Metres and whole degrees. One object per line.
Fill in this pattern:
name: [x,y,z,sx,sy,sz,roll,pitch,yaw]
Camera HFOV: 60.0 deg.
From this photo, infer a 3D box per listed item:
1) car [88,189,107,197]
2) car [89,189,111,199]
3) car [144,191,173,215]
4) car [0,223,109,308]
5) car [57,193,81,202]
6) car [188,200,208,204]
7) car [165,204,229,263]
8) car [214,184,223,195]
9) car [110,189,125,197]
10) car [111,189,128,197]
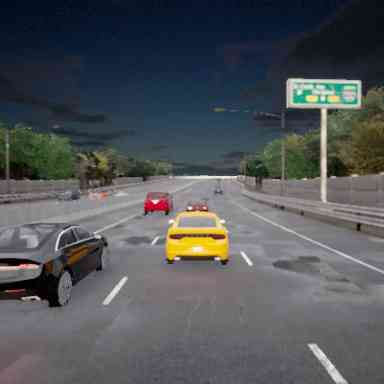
car: [-19.062,0.217,67.266,2.128,1.511,4.902,0,2,3]
car: [-16.103,0.497,57.555,2.097,1.767,4.553,0,2,3]
car: [-2.981,0.946,30.322,2.150,2.045,5.566,0,1,1]
car: [-3.356,1.468,7.865,2.128,1.511,4.902,0,0,0]
car: [-19.804,0.800,53.734,2.033,1.411,5.357,0,1,3]
car: [0.511,1.332,29.962,1.895,1.301,4.718,0,1,1]
car: [0.178,1.431,11.811,1.882,1.535,5.008,0,0,1]
car: [6.200,-0.322,78.703,2.097,1.767,4.553,0,3,4]
car: [-15.458,0.191,68.966,1.812,1.442,4.674,0,2,3]
car: [-12.531,0.627,58.964,1.812,1.442,4.674,0,2,3]
